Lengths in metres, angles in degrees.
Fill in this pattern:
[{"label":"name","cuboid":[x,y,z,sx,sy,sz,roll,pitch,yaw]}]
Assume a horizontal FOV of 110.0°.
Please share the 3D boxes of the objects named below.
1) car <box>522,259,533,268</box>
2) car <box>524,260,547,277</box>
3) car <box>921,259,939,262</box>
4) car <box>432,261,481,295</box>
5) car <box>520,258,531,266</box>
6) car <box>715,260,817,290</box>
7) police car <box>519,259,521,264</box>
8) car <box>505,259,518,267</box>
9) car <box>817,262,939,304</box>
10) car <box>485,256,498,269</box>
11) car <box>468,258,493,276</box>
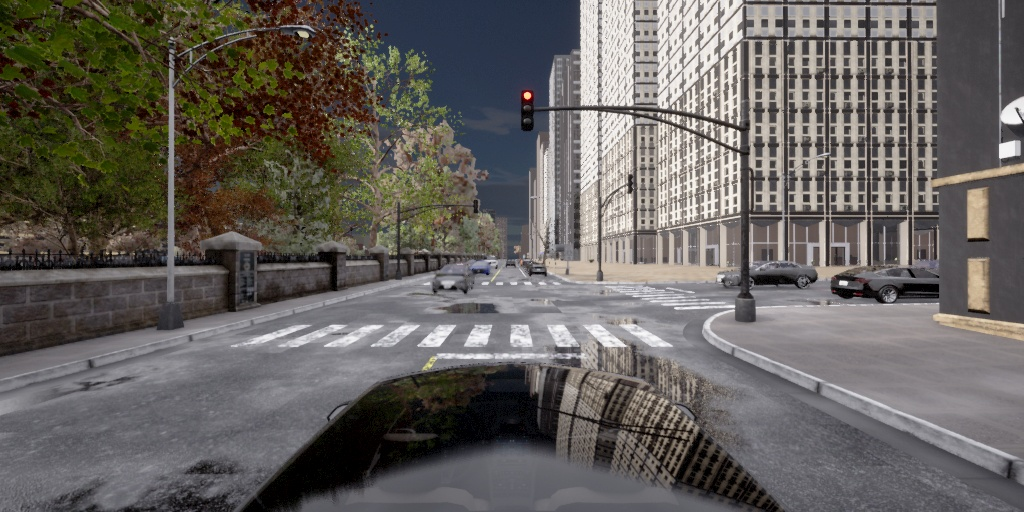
[{"label":"car","cuboid":[2.483,1.335,41.741,1.948,1.339,4.313,0,0,0]},{"label":"car","cuboid":[2.513,1.331,36.109,1.948,1.339,4.313,0,0,0]},{"label":"car","cuboid":[23.470,0.882,19.479,5.357,1.411,2.033,-1,0,-1]},{"label":"car","cuboid":[-3.193,1.247,20.152,2.128,1.511,4.902,0,0,0]},{"label":"car","cuboid":[2.454,1.339,47.374,1.948,1.339,4.313,0,0,0]},{"label":"car","cuboid":[13.651,0.993,19.384,4.902,1.511,2.128,-1,0,0]},{"label":"police car","cuboid":[2.809,1.218,64.533,1.930,1.638,5.238,0,0,0]},{"label":"car","cuboid":[-0.228,1.299,65.141,1.837,1.490,4.892,0,0,0]},{"label":"car","cuboid":[14.627,1.026,13.590,4.313,1.339,1.948,0,0,-1]},{"label":"car","cuboid":[-3.365,1.006,55.732,2.150,2.045,5.566,0,0,0]},{"label":"car","cuboid":[-3.288,1.244,37.730,1.882,1.535,5.008,0,0,0]}]
